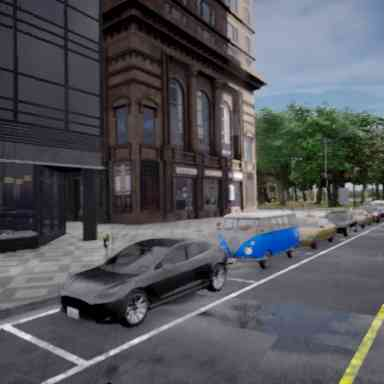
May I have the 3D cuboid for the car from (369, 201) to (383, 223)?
[{"bbox_3d":[15.660,1.859,29.261,1.967,1.590,4.097,-2,-2,37],"label":"car"}]

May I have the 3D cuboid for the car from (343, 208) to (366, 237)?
[{"bbox_3d":[9.082,1.900,20.601,1.947,1.339,4.313,-2,-2,37],"label":"car"}]

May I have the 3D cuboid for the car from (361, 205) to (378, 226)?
[{"bbox_3d":[12.269,1.900,24.795,1.752,1.417,4.829,-2,-2,37],"label":"car"}]

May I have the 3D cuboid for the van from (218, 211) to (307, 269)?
[{"bbox_3d":[2.497,1.592,11.949,1.690,1.788,3.998,-2,-2,37],"label":"van"}]

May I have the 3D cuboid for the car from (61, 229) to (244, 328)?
[{"bbox_3d":[-0.789,1.776,7.614,1.947,1.339,4.313,-2,-2,37],"label":"car"}]

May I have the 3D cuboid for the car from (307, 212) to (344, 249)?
[{"bbox_3d":[5.688,1.816,16.138,1.752,1.417,4.829,-2,-2,37],"label":"car"}]
